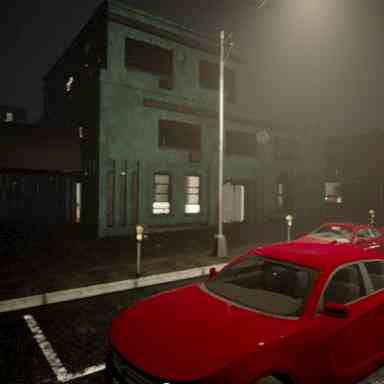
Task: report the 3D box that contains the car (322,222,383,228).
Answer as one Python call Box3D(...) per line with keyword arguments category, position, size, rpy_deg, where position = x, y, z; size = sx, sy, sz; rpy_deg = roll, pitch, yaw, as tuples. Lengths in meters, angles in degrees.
Box3D(category="car", position=(4.365, 1.561, 9.658), size=(4.206, 1.307, 1.802), rpy_deg=(0, 1, -35))

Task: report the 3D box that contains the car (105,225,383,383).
Box3D(category="car", position=(1.398, 1.469, 4.360), size=(5.008, 1.535, 1.882), rpy_deg=(0, 0, -35))
